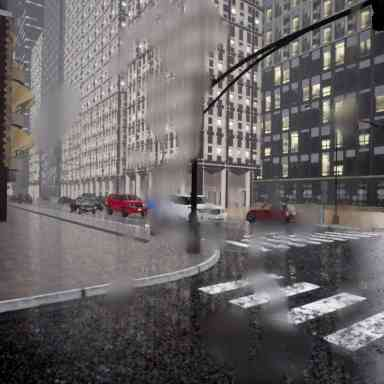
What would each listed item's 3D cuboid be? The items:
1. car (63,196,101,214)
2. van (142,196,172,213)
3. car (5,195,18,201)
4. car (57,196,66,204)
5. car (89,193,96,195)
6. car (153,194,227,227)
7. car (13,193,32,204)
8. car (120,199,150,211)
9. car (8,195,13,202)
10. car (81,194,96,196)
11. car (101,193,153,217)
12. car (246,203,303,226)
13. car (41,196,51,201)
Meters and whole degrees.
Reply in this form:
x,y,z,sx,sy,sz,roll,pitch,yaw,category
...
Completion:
x,y,z,sx,sy,sz,roll,pitch,yaw,category
-10.863,1.427,32.928,2.008,1.369,4.403,1,-1,-35,car
-4.032,1.382,37.787,1.690,1.788,3.998,1,-1,-35,van
-40.329,1.377,74.354,2.008,1.369,4.403,1,-1,-35,car
-22.511,1.484,59.284,1.812,1.442,4.674,1,-1,-35,car
-14.427,1.380,53.129,2.097,1.767,4.553,1,-1,-35,car
-0.089,1.170,22.257,2.150,2.045,5.566,1,-1,-35,car
-30.504,1.154,60.548,2.192,1.841,5.009,1,-1,-35,car
-7.309,1.584,42.388,2.008,1.369,4.403,1,-1,-35,car
-37.056,1.396,69.751,1.947,1.339,4.313,1,-1,-35,car
-17.097,1.445,51.680,1.882,1.535,5.008,1,-1,-35,car
-6.068,1.155,30.661,2.150,2.045,5.566,1,-1,-35,car
5.789,1.505,23.977,1.967,1.590,4.097,1,-1,-35,car
-36.777,1.570,83.813,1.802,1.307,4.206,1,-1,-35,car
